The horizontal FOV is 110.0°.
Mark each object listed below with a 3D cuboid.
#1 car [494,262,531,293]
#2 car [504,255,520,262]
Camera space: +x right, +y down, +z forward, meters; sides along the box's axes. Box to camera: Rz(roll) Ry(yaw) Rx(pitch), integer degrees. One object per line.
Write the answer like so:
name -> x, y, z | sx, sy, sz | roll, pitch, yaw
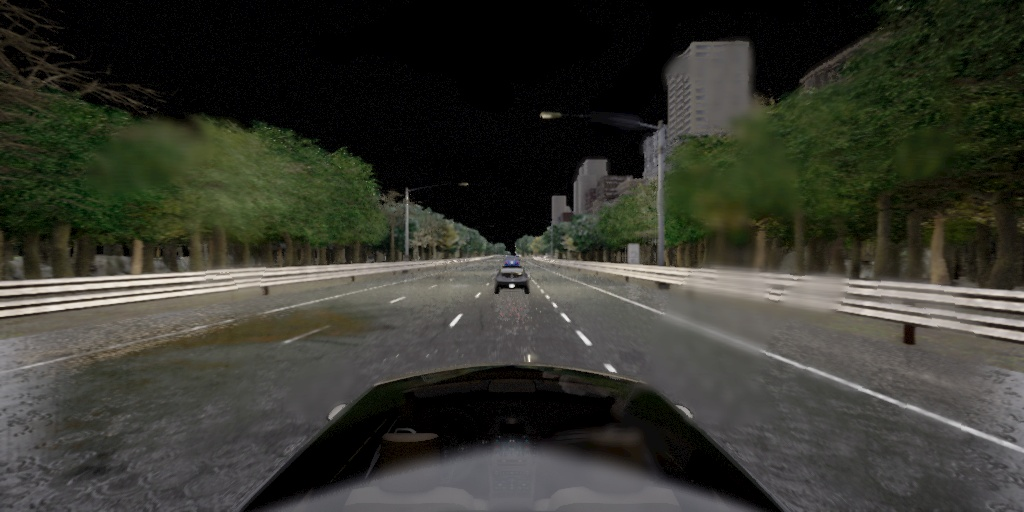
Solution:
car -> 0.001, 1.285, 20.852 | 1.837, 1.490, 4.892 | 0, 0, 0
car -> 0.007, 1.060, 51.689 | 2.150, 2.045, 5.566 | 0, 0, 0
